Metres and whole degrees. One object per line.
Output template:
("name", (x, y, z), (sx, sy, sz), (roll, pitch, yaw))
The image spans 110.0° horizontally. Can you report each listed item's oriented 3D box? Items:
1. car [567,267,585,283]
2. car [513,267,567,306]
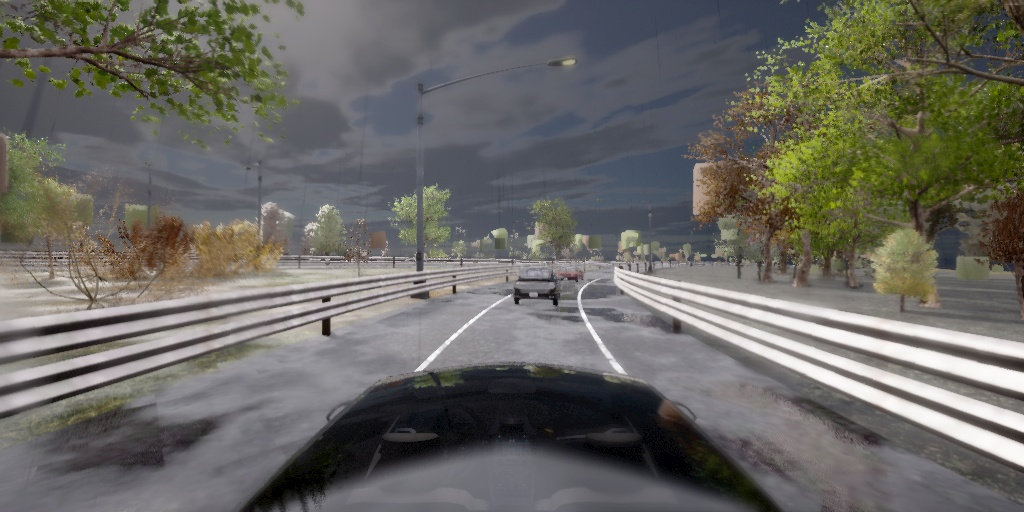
("car", (4.953, 1.539, 30.336), (1.895, 1.301, 4.718), (0, -1, 19))
("car", (1.242, 1.286, 16.098), (2.128, 1.511, 4.902), (0, 0, 10))
